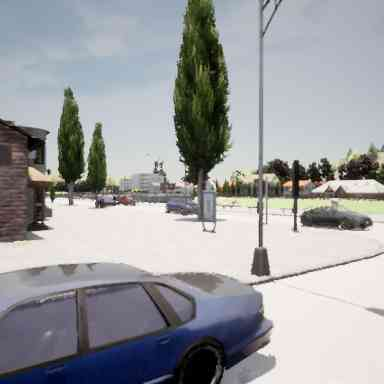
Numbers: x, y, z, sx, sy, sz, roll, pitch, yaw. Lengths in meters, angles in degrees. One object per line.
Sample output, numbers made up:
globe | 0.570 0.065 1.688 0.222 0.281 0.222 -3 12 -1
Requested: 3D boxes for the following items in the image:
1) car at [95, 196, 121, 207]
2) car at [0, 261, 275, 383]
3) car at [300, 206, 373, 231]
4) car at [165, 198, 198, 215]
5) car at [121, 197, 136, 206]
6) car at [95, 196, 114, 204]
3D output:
car | -13.546 1.581 52.283 2.033 1.411 5.357 0 0 -35
car | -1.500 1.549 3.478 5.357 1.411 2.033 0 0 -35
car | 9.000 1.597 20.973 1.994 1.385 4.181 0 0 -37
car | -0.855 1.385 34.511 2.097 1.767 4.553 0 0 -36
car | -10.977 1.566 55.776 1.812 1.442 4.674 0 0 -36
car | -16.937 1.518 64.063 1.882 1.535 5.008 0 0 -36
